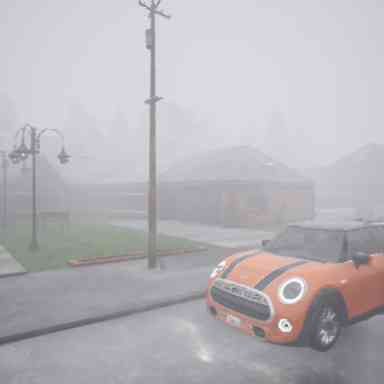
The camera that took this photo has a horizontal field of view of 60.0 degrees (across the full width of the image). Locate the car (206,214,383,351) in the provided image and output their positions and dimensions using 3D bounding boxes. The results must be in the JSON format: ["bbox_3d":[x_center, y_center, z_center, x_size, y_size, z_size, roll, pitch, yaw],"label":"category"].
[{"bbox_3d":[2.465,1.361,6.335,4.553,1.767,2.097,0,0,-35],"label":"car"}]
